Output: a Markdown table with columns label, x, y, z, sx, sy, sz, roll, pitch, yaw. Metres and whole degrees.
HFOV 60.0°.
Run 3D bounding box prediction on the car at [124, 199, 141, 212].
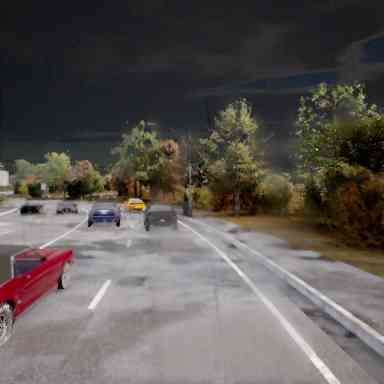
| label | x | y | z | sx | sy | sz | roll | pitch | yaw |
| --- | --- | --- | --- | --- | --- | --- | --- | --- | --- |
| car | -6.829 | 1.503 | 39.134 | 1.882 | 1.535 | 5.008 | 0 | 0 | -19 |

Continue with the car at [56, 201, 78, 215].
| label | x | y | z | sx | sy | sz | roll | pitch | yaw |
| --- | --- | --- | --- | --- | --- | --- | --- | --- | --- |
| car | -12.671 | 1.595 | 33.944 | 1.994 | 1.385 | 4.181 | 0 | 0 | -18 |

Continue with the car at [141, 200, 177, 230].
| label | x | y | z | sx | sy | sz | roll | pitch | yaw |
| --- | --- | --- | --- | --- | --- | --- | --- | --- | --- |
| car | -2.112 | 1.487 | 21.366 | 1.882 | 1.535 | 5.008 | 0 | 0 | -10 |

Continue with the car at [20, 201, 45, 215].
| label | x | y | z | sx | sy | sz | roll | pitch | yaw |
| --- | --- | --- | --- | --- | --- | --- | --- | --- | --- |
| car | -16.499 | 1.637 | 34.469 | 1.895 | 1.301 | 4.718 | 0 | 0 | -19 |

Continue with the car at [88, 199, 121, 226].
| label | x | y | z | sx | sy | sz | roll | pitch | yaw |
| --- | --- | --- | --- | --- | --- | --- | --- | --- | --- |
| car | -6.173 | 1.371 | 23.758 | 2.097 | 1.767 | 4.553 | 0 | 0 | -12 |

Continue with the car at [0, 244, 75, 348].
| label | x | y | z | sx | sy | sz | roll | pitch | yaw |
| --- | --- | --- | --- | --- | --- | --- | --- | --- | --- |
| car | -3.711 | 1.613 | 6.134 | 1.895 | 1.301 | 4.718 | 0 | 0 | -3 |
